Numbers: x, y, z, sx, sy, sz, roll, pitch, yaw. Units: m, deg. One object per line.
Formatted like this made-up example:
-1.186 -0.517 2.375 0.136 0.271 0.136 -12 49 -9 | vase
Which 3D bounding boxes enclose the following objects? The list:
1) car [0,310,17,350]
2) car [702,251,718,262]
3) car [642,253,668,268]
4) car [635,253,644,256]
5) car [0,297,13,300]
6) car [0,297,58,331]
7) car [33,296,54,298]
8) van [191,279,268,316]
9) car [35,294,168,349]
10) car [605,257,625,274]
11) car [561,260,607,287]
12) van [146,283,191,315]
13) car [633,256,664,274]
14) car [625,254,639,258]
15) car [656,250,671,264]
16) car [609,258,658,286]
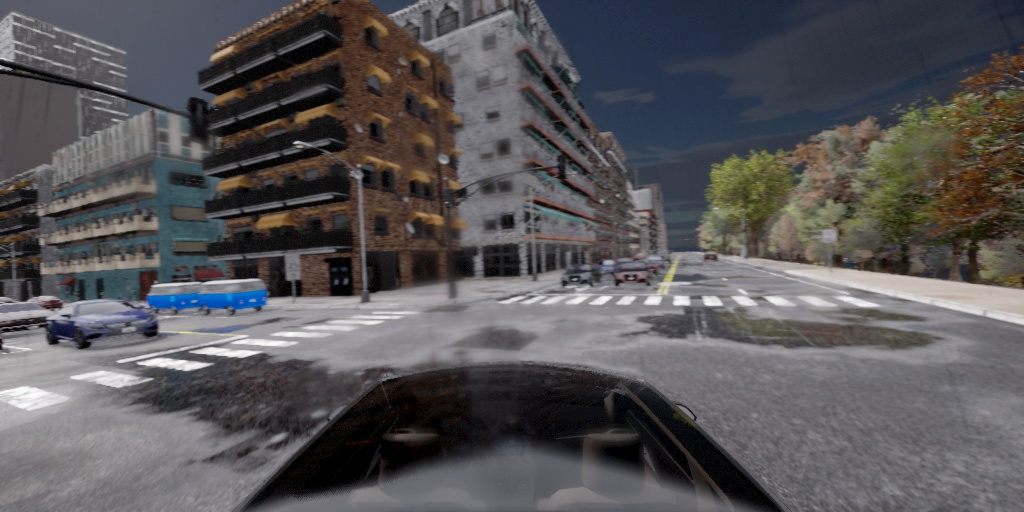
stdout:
-18.551 2.593 11.769 4.207 1.307 1.802 0 0 25 | car
30.599 0.011 55.382 1.882 1.535 5.008 -3 0 25 | car
15.608 0.702 39.063 1.812 1.442 4.674 -3 0 26 | car
19.435 0.276 54.586 1.882 1.535 5.008 -3 0 25 | car
-41.055 4.066 28.366 4.892 1.490 1.837 -4 0 25 | car
-23.389 2.901 16.772 5.357 1.411 2.033 -4 0 24 | car
-40.496 4.127 30.971 4.207 1.307 1.802 0 0 25 | car
-15.065 2.188 19.352 3.998 1.789 1.690 0 0 25 | van
-14.680 2.298 12.787 4.674 1.442 1.812 -4 0 26 | car
8.273 1.019 31.160 1.812 1.442 4.674 -3 0 25 | car
4.591 1.195 23.368 1.994 1.385 4.181 -3 0 25 | car
-20.152 2.527 21.676 3.998 1.789 1.690 0 0 25 | van
11.253 0.939 29.864 1.895 1.301 4.718 -3 0 25 | car
12.836 0.872 40.807 2.033 1.411 5.357 -3 0 25 | car
22.358 0.144 53.170 2.150 2.045 5.566 -3 0 25 | car
7.512 1.042 21.949 1.994 1.385 4.181 -3 0 26 | car
